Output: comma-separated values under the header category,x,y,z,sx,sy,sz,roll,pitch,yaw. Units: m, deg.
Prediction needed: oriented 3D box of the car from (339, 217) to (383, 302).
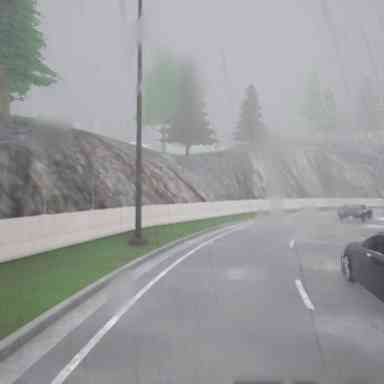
category,x,y,z,sx,sy,sz,roll,pitch,yaw
car,4.520,1.518,6.715,1.837,1.490,4.892,0,0,9

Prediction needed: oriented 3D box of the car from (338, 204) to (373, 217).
category,x,y,z,sx,sy,sz,roll,pitch,yaw
car,13.368,1.615,27.017,1.895,1.301,4.718,1,0,36
